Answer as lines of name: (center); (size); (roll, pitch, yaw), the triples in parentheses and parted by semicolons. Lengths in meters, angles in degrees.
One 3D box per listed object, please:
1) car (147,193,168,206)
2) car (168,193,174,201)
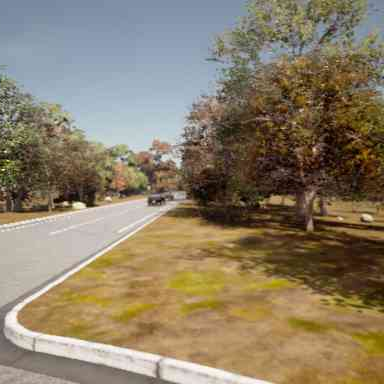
car: (-4.686, 1.020, 44.036); (1.882, 1.535, 5.008); (-1, 0, 2)
car: (-4.252, 0.861, 57.914); (1.837, 1.490, 4.892); (-1, 1, 1)
